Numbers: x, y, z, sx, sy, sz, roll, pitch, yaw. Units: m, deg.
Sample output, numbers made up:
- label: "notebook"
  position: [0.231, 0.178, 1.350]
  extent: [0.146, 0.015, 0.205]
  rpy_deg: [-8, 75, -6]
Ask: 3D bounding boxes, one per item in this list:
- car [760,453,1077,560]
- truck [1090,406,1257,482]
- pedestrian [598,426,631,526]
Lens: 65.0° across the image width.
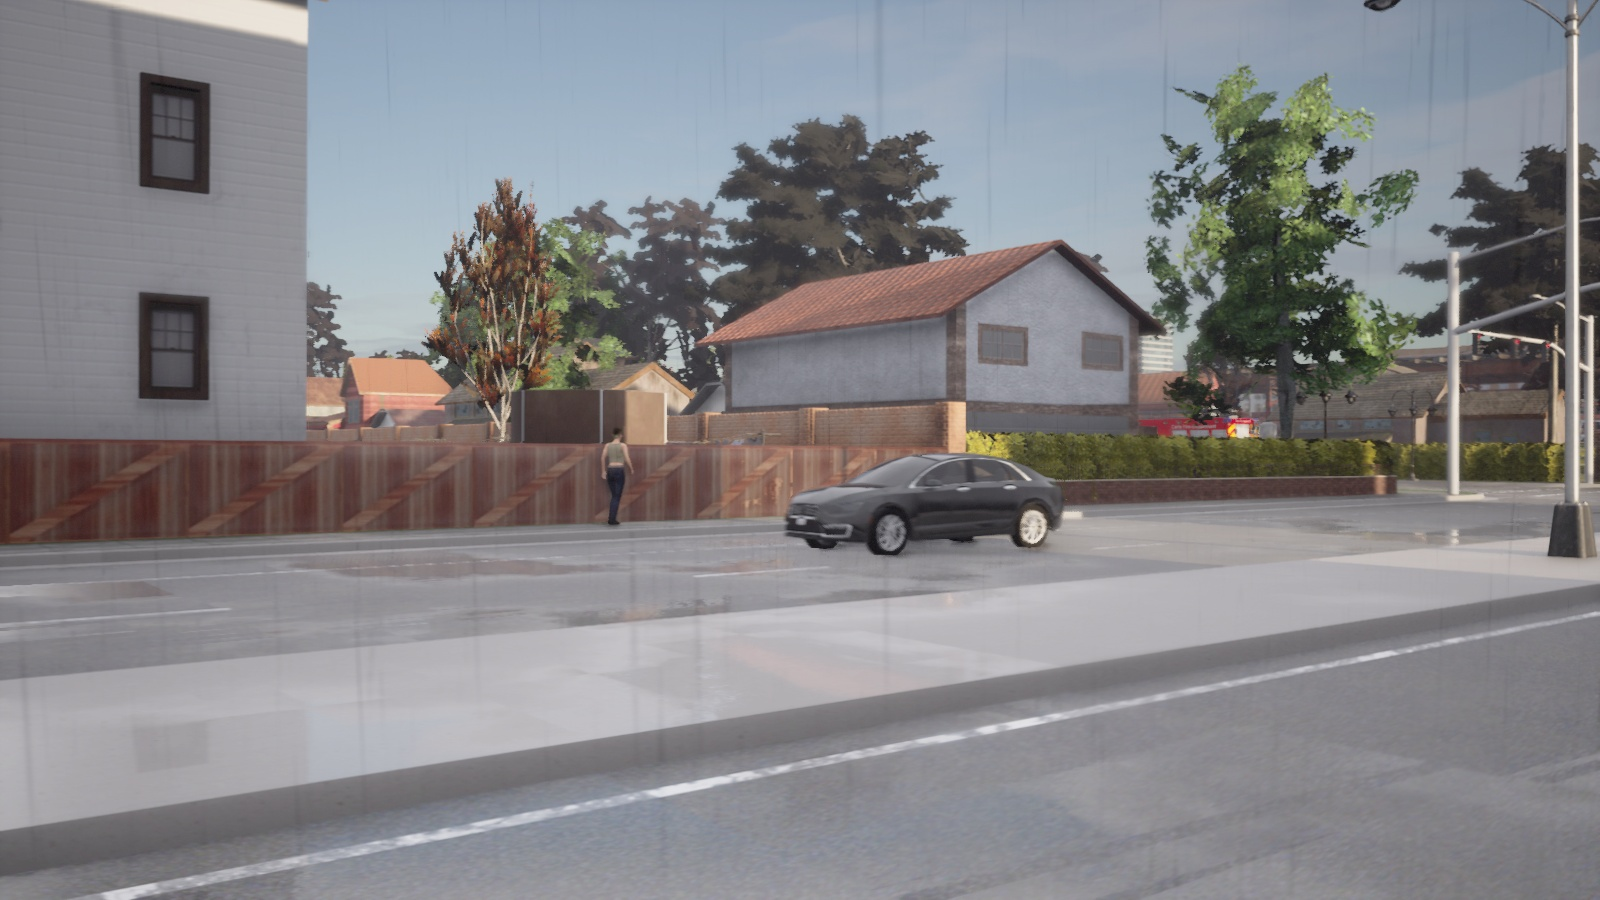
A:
- label: "car"
  position: [1.932, 0.802, 19.684]
  extent: [4.892, 1.490, 1.837]
  rpy_deg: [0, 0, -34]
- label: "truck"
  position: [19.964, -0.273, 67.628]
  extent: [2.891, 3.827, 8.468]
  rpy_deg: [0, 0, -38]
- label: "pedestrian"
  position: [-3.433, 0.475, 23.268]
  extent: [0.345, 1.836, 0.594]
  rpy_deg: [0, 0, 22]
